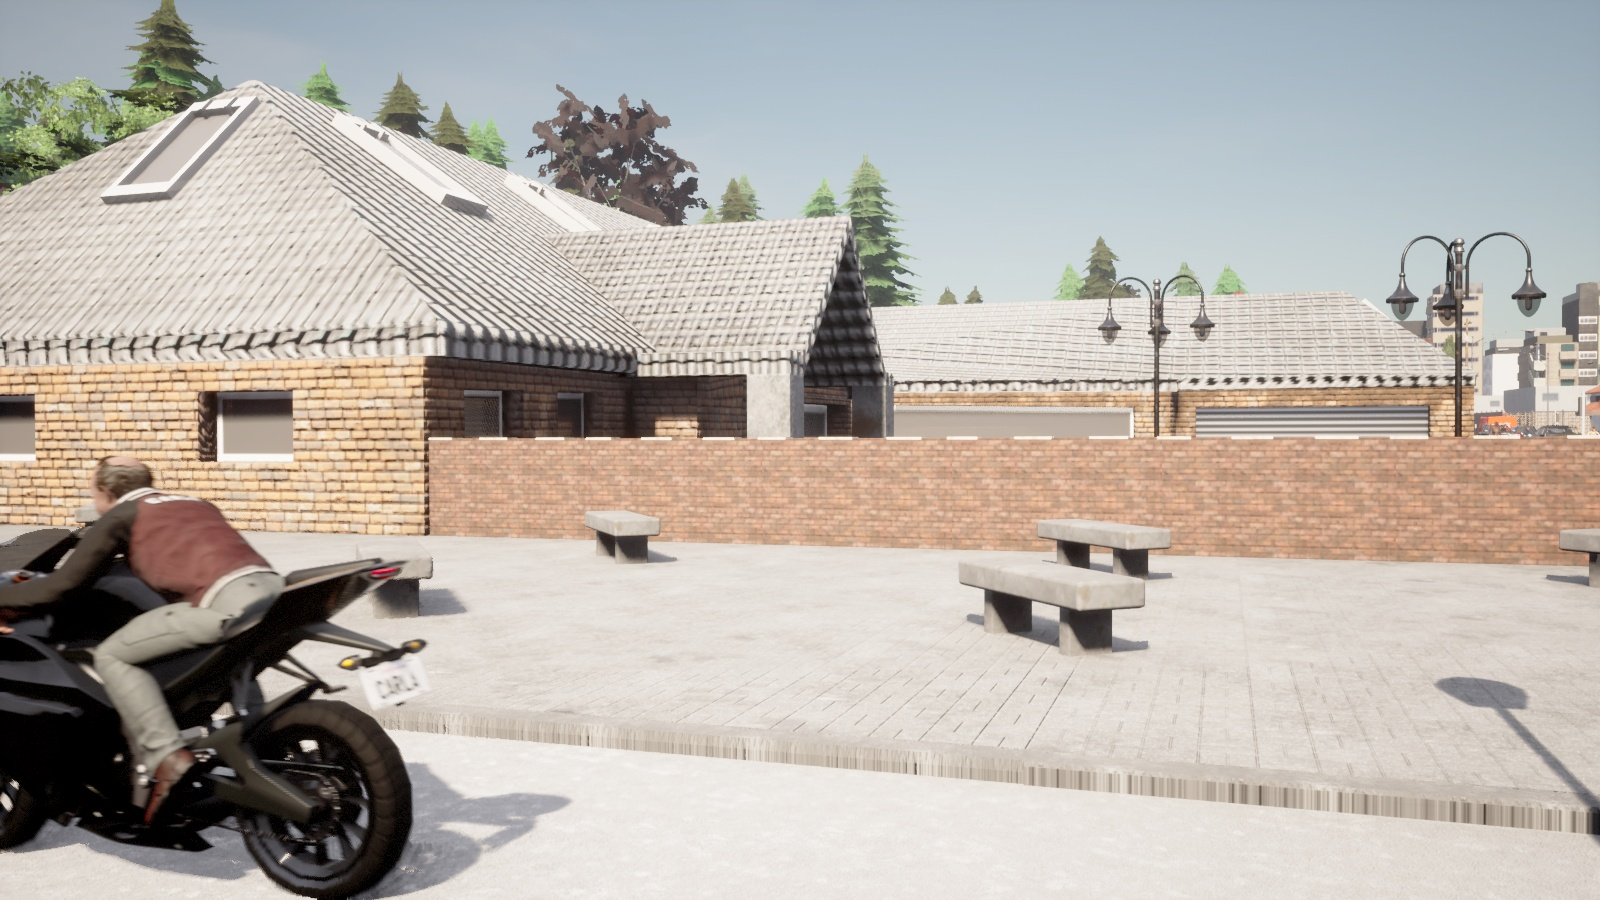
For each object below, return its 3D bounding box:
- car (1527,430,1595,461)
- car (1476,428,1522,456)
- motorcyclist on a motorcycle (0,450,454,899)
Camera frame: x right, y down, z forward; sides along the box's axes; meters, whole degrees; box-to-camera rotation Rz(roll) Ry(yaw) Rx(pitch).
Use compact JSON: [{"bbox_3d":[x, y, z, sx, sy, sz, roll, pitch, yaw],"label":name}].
[{"bbox_3d":[42.318,-0.290,69.938,2.242,1.667,4.611,1,1,19],"label":"car"},{"bbox_3d":[47.662,-0.551,85.748,1.932,1.855,4.605,1,1,18],"label":"car"},{"bbox_3d":[-2.448,0.780,4.551,2.191,1.530,0.866,1,1,19],"label":"motorcyclist on a motorcycle"}]
